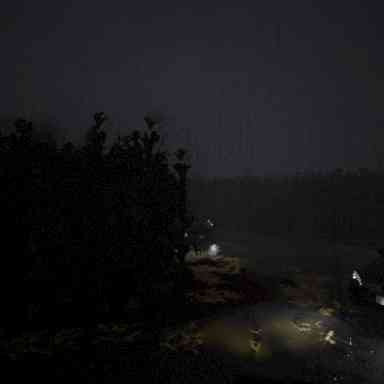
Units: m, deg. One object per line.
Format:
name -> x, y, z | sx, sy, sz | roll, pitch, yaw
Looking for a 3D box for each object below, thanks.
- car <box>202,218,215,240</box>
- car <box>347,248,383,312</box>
car -> -0.833, 1.554, 17.456 | 2.097, 1.767, 4.553 | 1, -1, -36
car -> 5.249, 1.685, 7.116 | 4.674, 1.442, 1.812 | 2, 0, -36
